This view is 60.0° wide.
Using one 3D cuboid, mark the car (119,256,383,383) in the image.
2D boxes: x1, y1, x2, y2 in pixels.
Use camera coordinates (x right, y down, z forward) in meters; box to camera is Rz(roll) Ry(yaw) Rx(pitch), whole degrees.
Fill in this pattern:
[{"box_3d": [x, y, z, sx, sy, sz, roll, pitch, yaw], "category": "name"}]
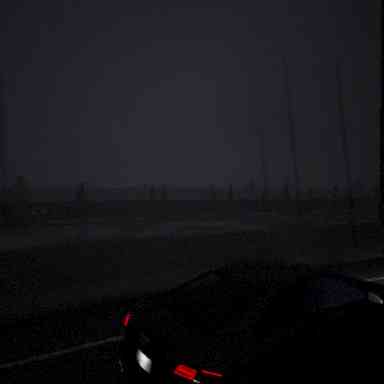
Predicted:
[{"box_3d": [1.240, 1.556, 4.203, 4.181, 1.385, 1.994, 0, 0, -32], "category": "car"}]
